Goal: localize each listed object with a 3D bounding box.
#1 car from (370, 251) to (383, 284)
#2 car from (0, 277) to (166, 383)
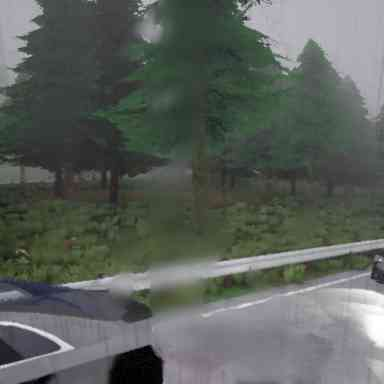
[{"bbox_3d":[6.501,1.713,8.647,4.181,1.385,1.994,1,-1,-35],"label":"car"},{"bbox_3d":[-2.511,1.481,2.217,4.902,1.511,2.128,1,-1,-36],"label":"car"}]
